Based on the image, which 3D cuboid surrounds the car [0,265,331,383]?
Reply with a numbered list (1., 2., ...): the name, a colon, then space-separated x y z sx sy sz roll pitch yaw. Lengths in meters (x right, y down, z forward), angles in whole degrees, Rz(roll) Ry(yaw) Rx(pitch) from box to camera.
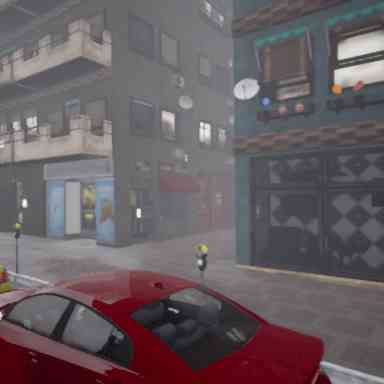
1. car: -0.937 1.531 3.560 4.507 1.381 1.887 0 -1 36
